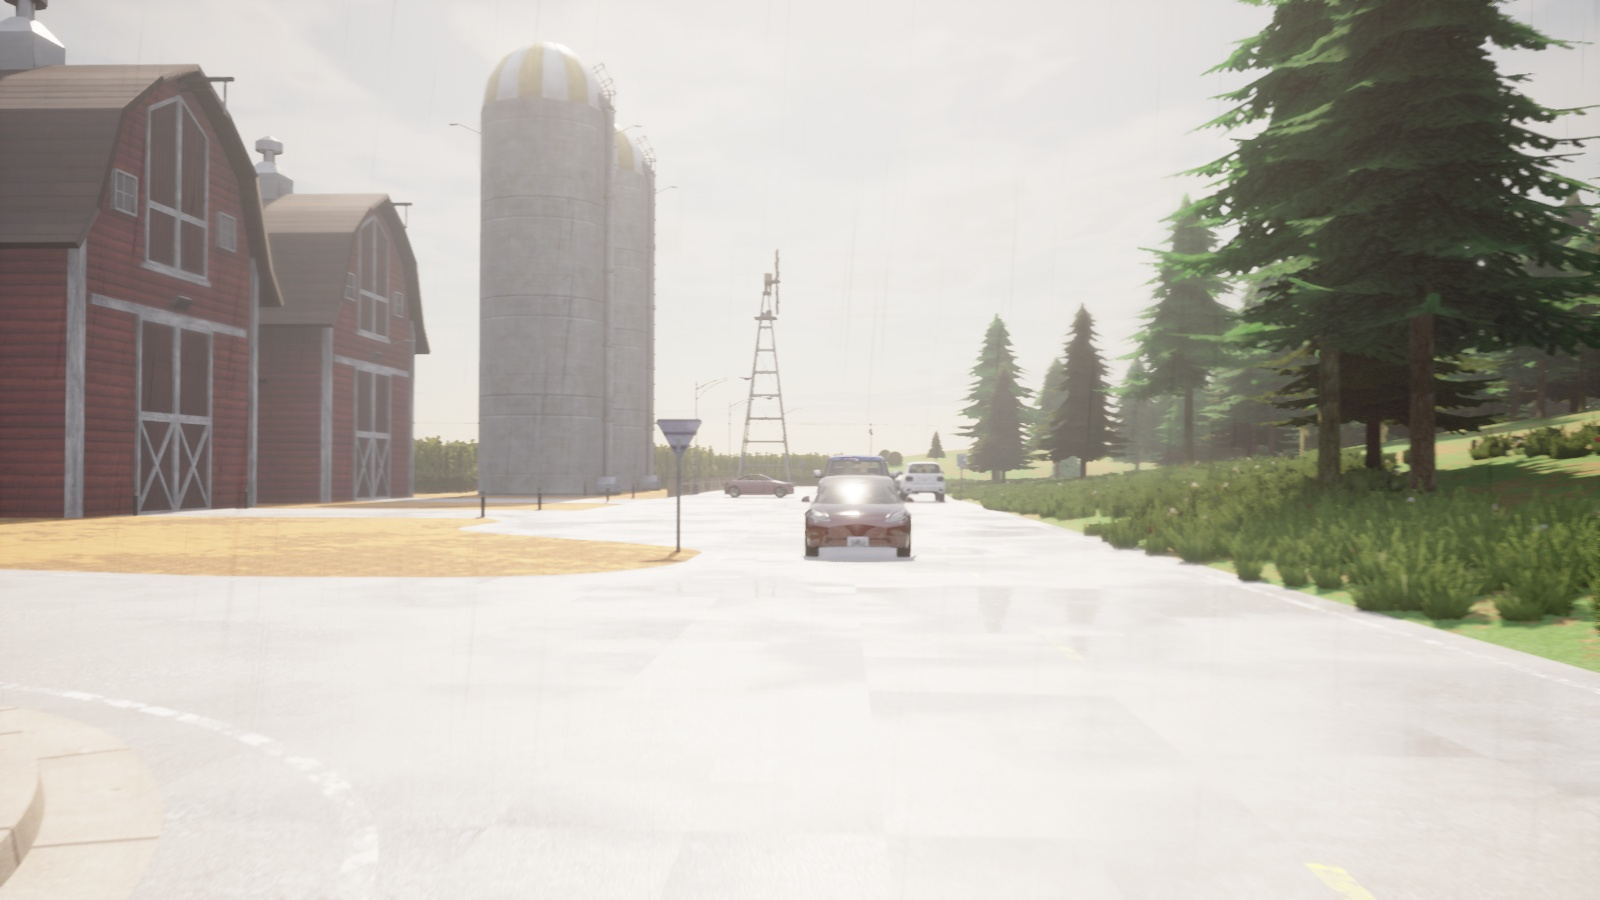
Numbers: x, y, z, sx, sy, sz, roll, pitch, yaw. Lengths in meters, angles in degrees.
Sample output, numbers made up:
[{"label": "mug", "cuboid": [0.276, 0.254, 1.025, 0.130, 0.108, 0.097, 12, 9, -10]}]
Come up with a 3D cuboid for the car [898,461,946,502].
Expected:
[{"label": "car", "cuboid": [6.345, 1.609, 65.869, 2.150, 2.045, 5.566, 0, -1, 2]}]

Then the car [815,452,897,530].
[{"label": "car", "cuboid": [1.589, 1.129, 35.978, 2.150, 2.045, 5.566, 0, -1, 2]}]

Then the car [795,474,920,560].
[{"label": "car", "cuboid": [1.104, 1.219, 24.385, 2.163, 1.488, 4.792, 0, -1, 2]}]
